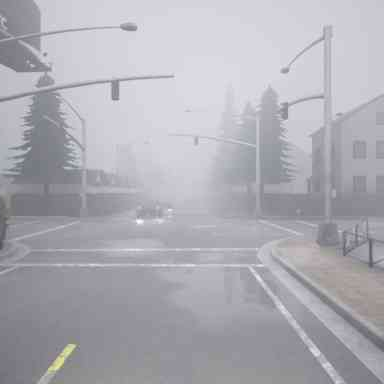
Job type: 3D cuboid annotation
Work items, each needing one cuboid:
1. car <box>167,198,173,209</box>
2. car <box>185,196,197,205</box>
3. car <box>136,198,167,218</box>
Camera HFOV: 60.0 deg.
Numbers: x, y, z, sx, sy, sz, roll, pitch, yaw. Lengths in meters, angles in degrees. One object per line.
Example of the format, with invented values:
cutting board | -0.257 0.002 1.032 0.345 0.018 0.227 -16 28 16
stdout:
car | -3.664 1.524 44.667 1.812 1.442 4.674 0 0 0
car | -0.100 1.490 59.300 2.128 1.511 4.902 0 0 0
car | -3.648 1.351 29.678 2.097 1.767 4.553 0 0 0
